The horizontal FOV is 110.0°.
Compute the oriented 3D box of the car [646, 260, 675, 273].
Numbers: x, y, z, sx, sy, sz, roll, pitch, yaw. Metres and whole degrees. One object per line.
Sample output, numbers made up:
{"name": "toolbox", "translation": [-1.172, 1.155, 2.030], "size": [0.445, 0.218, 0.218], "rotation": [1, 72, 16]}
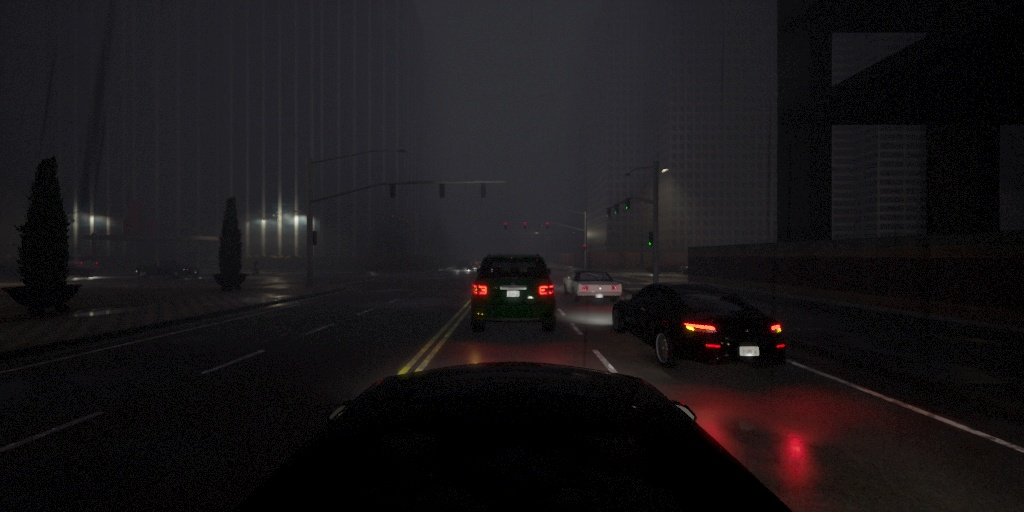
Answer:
{"name": "car", "translation": [17.806, 1.214, 40.636], "size": [5.008, 1.535, 1.882], "rotation": [0, 0, 0]}

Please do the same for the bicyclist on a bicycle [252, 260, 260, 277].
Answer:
{"name": "bicyclist on a bicycle", "translation": [-24.647, 1.192, 34.507], "size": [0.582, 1.620, 1.656], "rotation": [0, 0, -13]}

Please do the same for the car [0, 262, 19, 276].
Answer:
{"name": "car", "translation": [-50.681, 1.302, 36.518], "size": [4.181, 1.385, 1.994], "rotation": [0, 0, 3]}

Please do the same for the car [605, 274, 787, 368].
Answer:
{"name": "car", "translation": [3.589, 1.274, 7.725], "size": [1.812, 1.442, 4.674], "rotation": [0, 0, 0]}

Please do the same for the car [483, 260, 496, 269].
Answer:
{"name": "car", "translation": [-3.552, 1.332, 57.465], "size": [1.895, 1.301, 4.718], "rotation": [0, 0, 0]}

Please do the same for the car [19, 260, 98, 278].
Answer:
{"name": "car", "translation": [-41.555, 1.303, 32.939], "size": [4.181, 1.385, 1.994], "rotation": [0, 0, 0]}

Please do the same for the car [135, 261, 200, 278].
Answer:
{"name": "car", "translation": [-31.588, 1.231, 32.987], "size": [4.902, 1.511, 2.128], "rotation": [0, 0, 0]}

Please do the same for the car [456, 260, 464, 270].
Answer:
{"name": "car", "translation": [-7.062, 1.258, 53.684], "size": [1.812, 1.442, 4.674], "rotation": [0, 0, 0]}

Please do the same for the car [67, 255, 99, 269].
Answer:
{"name": "car", "translation": [-49.787, 0.958, 40.068], "size": [5.566, 2.045, 2.150], "rotation": [0, 0, 0]}

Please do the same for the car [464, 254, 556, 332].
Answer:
{"name": "car", "translation": [0.057, 0.968, 10.968], "size": [2.150, 2.045, 5.566], "rotation": [0, 0, 1]}

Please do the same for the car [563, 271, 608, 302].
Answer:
{"name": "car", "translation": [3.593, 1.346, 16.887], "size": [1.895, 1.301, 4.718], "rotation": [0, 0, 0]}

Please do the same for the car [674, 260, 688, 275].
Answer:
{"name": "car", "translation": [19.875, 1.339, 37.123], "size": [4.718, 1.301, 1.895], "rotation": [0, 0, 1]}

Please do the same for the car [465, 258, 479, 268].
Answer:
{"name": "car", "translation": [-7.028, 1.207, 63.020], "size": [1.882, 1.535, 5.008], "rotation": [0, 0, 0]}
